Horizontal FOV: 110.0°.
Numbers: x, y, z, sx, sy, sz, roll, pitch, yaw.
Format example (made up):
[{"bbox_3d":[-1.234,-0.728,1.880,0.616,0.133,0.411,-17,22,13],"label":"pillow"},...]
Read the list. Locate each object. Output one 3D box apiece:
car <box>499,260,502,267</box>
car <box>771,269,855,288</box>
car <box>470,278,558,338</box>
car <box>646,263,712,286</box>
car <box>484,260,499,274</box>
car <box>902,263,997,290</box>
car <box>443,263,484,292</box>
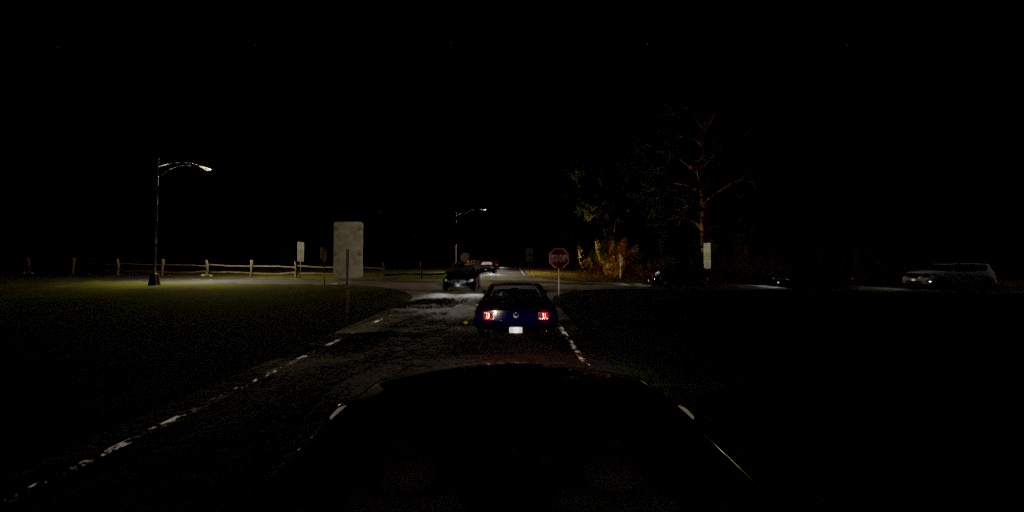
[{"bbox_3d":[-2.931,1.277,54.156,1.882,1.535,5.008,0,0,0],"label":"car"},{"bbox_3d":[23.267,1.702,27.774,5.357,1.411,2.033,1,-1,0],"label":"car"},{"bbox_3d":[0.088,1.354,10.166,1.895,1.301,4.718,0,0,0],"label":"car"},{"bbox_3d":[12.819,1.352,27.742,4.553,1.767,2.097,1,-1,1],"label":"car"},{"bbox_3d":[-2.924,1.346,41.841,1.994,1.385,4.181,0,0,0],"label":"car"},{"bbox_3d":[33.924,1.535,27.865,5.566,2.045,2.150,1,-1,0],"label":"car"},{"bbox_3d":[-2.879,1.286,21.334,1.812,1.442,4.674,0,0,0],"label":"car"}]
